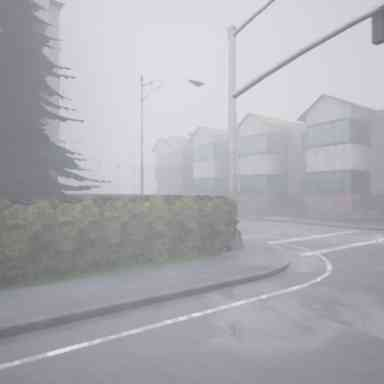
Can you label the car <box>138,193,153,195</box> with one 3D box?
[{"bbox_3d":[-9.700,1.286,78.119,4.514,1.523,2.007,0,0,-37],"label":"car"}]
